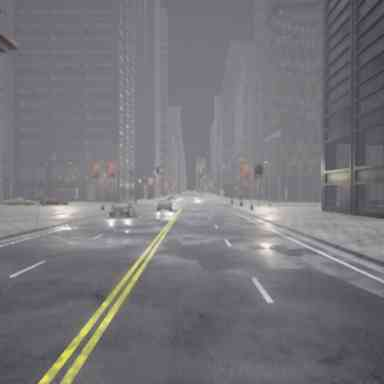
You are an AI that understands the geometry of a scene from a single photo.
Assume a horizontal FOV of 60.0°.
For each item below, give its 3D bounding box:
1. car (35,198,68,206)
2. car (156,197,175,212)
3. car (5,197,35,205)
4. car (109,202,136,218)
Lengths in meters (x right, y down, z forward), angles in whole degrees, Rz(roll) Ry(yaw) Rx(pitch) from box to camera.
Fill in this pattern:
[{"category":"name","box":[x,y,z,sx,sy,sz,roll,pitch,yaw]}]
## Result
[{"category":"car","box":[-22.785,1.631,55.017,4.507,1.381,1.887,0,0,0]},{"category":"car","box":[-3.315,1.694,41.260,1.812,1.442,4.674,0,0,0]},{"category":"car","box":[-28.239,1.567,54.985,4.829,1.417,1.752,0,0,0]},{"category":"car","box":[-6.594,1.657,31.907,1.812,1.442,4.674,0,0,0]}]
